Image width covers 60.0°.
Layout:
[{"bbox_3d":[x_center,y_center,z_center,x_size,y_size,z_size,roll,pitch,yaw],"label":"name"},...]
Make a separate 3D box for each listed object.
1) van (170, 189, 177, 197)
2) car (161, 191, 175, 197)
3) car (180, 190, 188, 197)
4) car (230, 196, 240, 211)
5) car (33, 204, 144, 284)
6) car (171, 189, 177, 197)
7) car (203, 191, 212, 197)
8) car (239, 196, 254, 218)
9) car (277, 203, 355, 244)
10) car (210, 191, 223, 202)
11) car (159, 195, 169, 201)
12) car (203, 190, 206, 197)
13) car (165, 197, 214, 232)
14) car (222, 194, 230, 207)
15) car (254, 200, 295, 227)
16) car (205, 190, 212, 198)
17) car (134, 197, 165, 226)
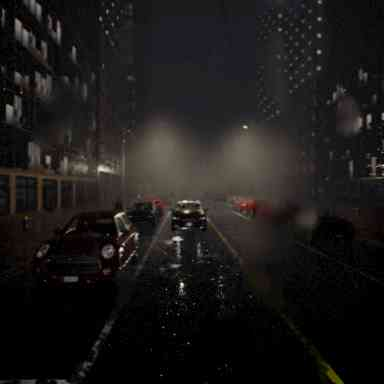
[{"bbox_3d":[-4.638,0.233,82.944,1.690,1.788,3.998,1,1,-2],"label":"van"},{"bbox_3d":[-3.553,0.948,43.141,1.887,1.381,4.507,1,1,-2],"label":"car"},{"bbox_3d":[-1.936,0.309,82.263,2.097,1.767,4.553,1,1,-2],"label":"car"},{"bbox_3d":[5.134,1.227,31.977,1.802,1.307,4.206,1,1,-2],"label":"car"},{"bbox_3d":[-2.618,1.292,9.021,1.967,1.590,4.097,1,1,-2],"label":"car"},{"bbox_3d":[-4.487,0.515,77.260,2.008,1.369,4.403,1,1,-2],"label":"car"},{"bbox_3d":[3.736,0.530,83.153,1.887,1.381,4.507,1,1,-2],"label":"car"},{"bbox_3d":[5.290,1.264,26.290,1.887,1.381,4.507,1,1,-2],"label":"car"},{"bbox_3d":[5.601,1.421,14.917,2.008,1.369,4.403,1,1,-2],"label":"car"},{"bbox_3d":[4.513,0.915,54.721,1.947,1.339,4.313,1,1,-2],"label":"car"},{"bbox_3d":[-3.087,1.171,26.081,1.887,1.381,4.507,1,1,-2],"label":"car"},{"bbox_3d":[3.895,0.372,77.464,2.192,1.841,5.009,1,1,-2],"label":"car"},{"bbox_3d":[-0.192,1.248,18.436,2.128,1.511,4.902,1,1,-2],"label":"car"},{"bbox_3d":[4.979,1.121,37.662,2.008,1.369,4.403,1,1,-2],"label":"car"},{"bbox_3d":[5.447,1.235,20.601,1.967,1.590,4.097,1,1,-2],"label":"car"},{"bbox_3d":[4.198,0.726,66.263,1.752,1.417,4.829,1,1,-2],"label":"car"},{"bbox_3d":[-2.932,1.252,20.395,2.008,1.369,4.403,1,1,-2],"label":"car"}]
